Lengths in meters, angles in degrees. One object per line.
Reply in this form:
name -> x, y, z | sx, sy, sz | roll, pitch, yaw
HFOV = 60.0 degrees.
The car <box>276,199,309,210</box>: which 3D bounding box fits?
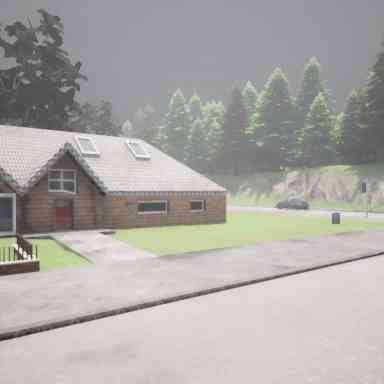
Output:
car -> 12.734, 1.570, 42.343 | 1.994, 1.385, 4.181 | 0, 0, -35
